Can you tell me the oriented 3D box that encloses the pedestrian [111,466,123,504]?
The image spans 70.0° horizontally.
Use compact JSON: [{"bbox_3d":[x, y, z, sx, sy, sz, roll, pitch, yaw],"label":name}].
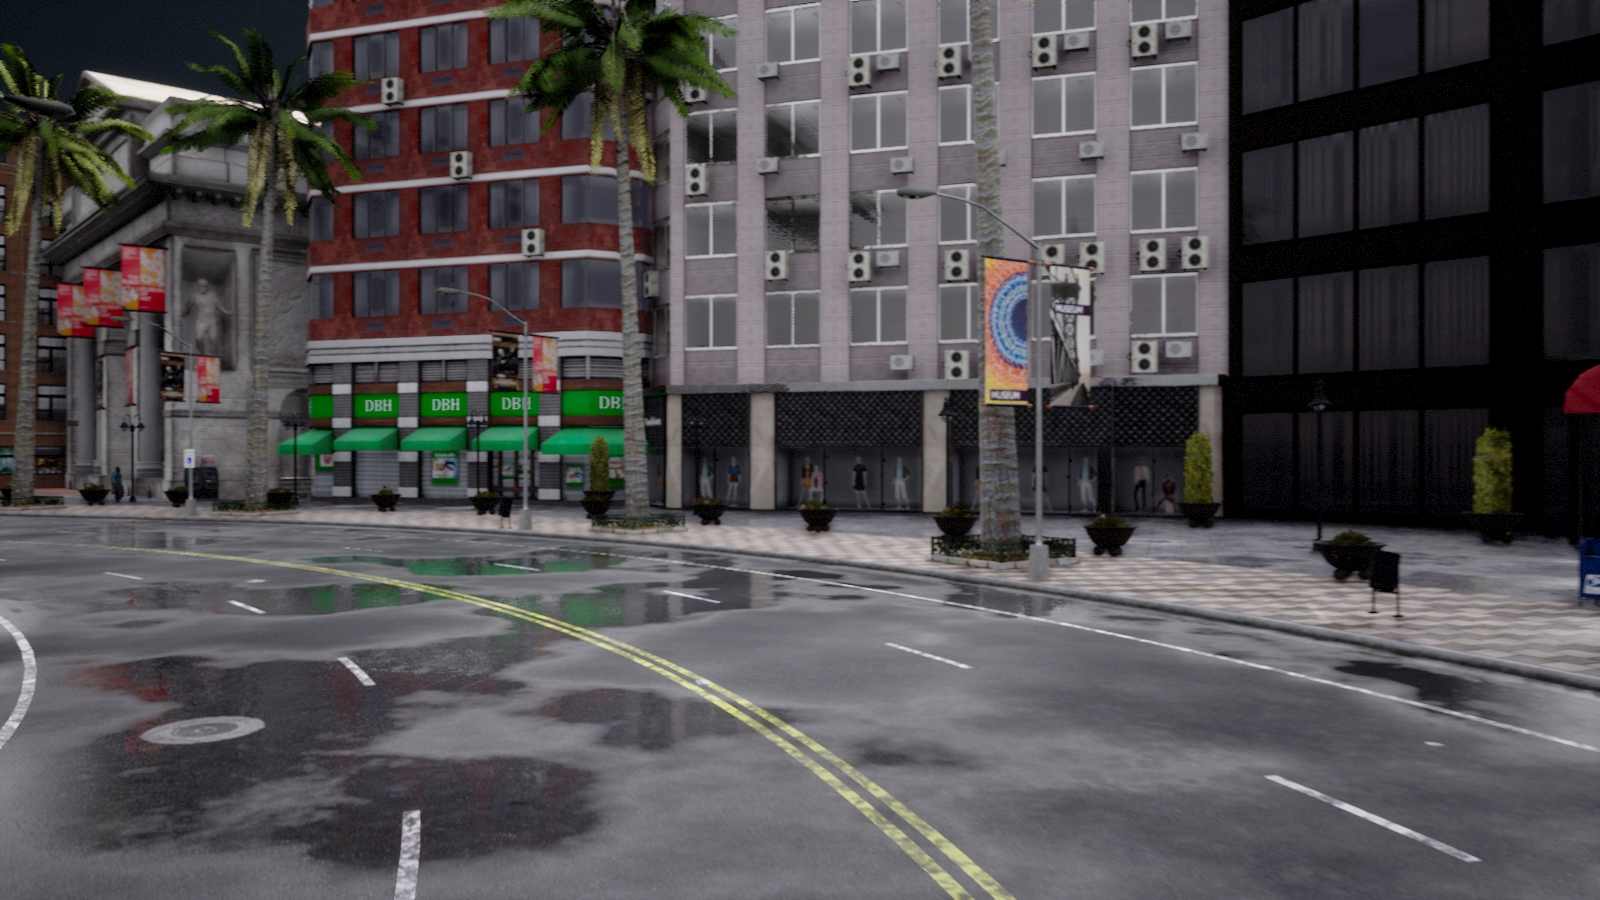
[{"bbox_3d":[-33.503,1.714,56.050,0.375,1.860,0.375,0,0,20],"label":"pedestrian"}]
